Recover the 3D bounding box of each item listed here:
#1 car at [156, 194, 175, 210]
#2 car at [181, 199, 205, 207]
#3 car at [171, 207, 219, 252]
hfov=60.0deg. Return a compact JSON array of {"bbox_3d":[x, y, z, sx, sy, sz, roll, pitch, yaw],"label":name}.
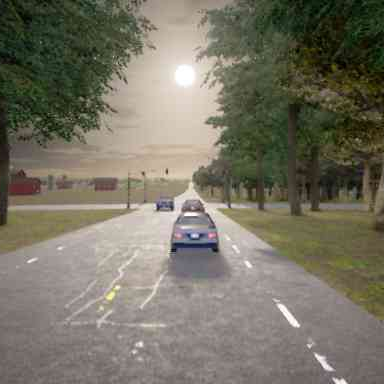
[{"bbox_3d":[-3.503,1.348,44.382,2.150,2.045,5.566,0,0,0],"label":"car"},{"bbox_3d":[0.097,1.408,30.372,2.097,1.767,4.553,0,0,0],"label":"car"},{"bbox_3d":[0.098,1.551,13.921,2.033,1.411,5.357,0,0,0],"label":"car"}]
